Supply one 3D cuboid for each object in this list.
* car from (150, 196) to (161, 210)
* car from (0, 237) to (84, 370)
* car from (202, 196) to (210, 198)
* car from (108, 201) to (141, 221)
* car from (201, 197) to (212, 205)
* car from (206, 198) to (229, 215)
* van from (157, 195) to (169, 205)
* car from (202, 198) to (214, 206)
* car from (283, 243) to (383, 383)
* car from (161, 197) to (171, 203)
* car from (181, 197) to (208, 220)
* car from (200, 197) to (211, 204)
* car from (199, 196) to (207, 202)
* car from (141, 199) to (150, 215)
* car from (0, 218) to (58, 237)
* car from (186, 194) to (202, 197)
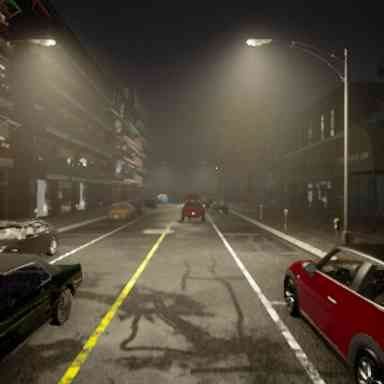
[{"bbox_3d":[-5.685,1.608,44.661,1.947,1.339,4.313,0,0,0],"label":"car"},{"bbox_3d":[-3.079,1.603,4.344,1.895,1.301,4.718,0,0,0],"label":"car"},{"bbox_3d":[2.695,1.586,44.657,1.887,1.381,4.507,0,0,0],"label":"car"},{"bbox_3d":[-5.688,1.546,27.402,1.752,1.417,4.829,0,0,0],"label":"car"},{"bbox_3d":[2.698,1.619,61.748,1.887,1.381,4.507,0,0,0],"label":"car"},{"bbox_3d":[2.694,1.577,33.266,2.008,1.369,4.403,0,0,0],"label":"car"},{"bbox_3d":[-5.684,1.416,61.753,1.690,1.788,3.998,0,0,0],"label":"van"},{"bbox_3d":[2.697,1.644,56.051,1.802,1.307,4.206,0,0,0],"label":"car"},{"bbox_3d":[2.690,1.442,4.782,1.967,1.590,4.097,0,0,0],"label":"car"},{"bbox_3d":[-5.681,1.682,73.147,1.802,1.307,4.206,0,0,0],"label":"car"},{"bbox_3d":[0.106,1.499,28.384,1.882,1.535,5.008,0,0,0],"label":"car"},{"bbox_3d":[2.699,1.653,67.445,1.947,1.339,4.313,0,0,0],"label":"car"},{"bbox_3d":[2.701,1.694,84.534,1.947,1.339,4.313,0,0,0],"label":"car"},{"bbox_3d":[-5.686,1.571,33.269,1.887,1.381,4.507,0,0,0],"label":"car"},{"bbox_3d":[-5.690,1.557,10.481,2.008,1.369,4.403,0,0,0],"label":"car"},{"bbox_3d":[0.108,1.265,45.990,2.150,2.045,5.566,0,0,0],"label":"car"}]
